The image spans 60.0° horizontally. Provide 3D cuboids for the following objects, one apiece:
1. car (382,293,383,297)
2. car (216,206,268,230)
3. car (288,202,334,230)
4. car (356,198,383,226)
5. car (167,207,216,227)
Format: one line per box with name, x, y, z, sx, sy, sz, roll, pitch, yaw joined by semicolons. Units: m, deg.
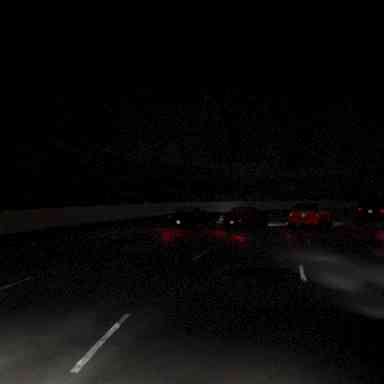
car;3.970;1.649;3.556;1.895;1.301;4.718;0;0;7
car;3.661;1.677;22.439;1.812;1.442;4.674;0;0;31
car;8.411;1.540;23.266;2.097;1.767;4.553;0;-1;35
car;14.171;1.461;24.987;2.150;2.045;5.566;0;-1;43
car;0.218;1.738;24.156;1.895;1.301;4.718;0;0;31
